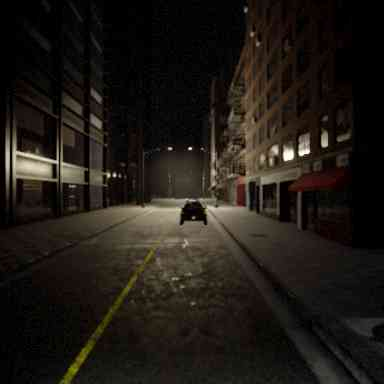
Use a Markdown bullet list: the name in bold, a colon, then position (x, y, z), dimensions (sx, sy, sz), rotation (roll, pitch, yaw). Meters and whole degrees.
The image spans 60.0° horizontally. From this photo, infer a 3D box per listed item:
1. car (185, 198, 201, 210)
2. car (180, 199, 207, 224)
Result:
- **car**: position (0.122, 1.523, 43.034), dimensions (1.994, 1.385, 4.181), rotation (0, 0, 0)
- **car**: position (0.112, 1.506, 24.193), dimensions (1.812, 1.442, 4.674), rotation (0, 0, 0)
